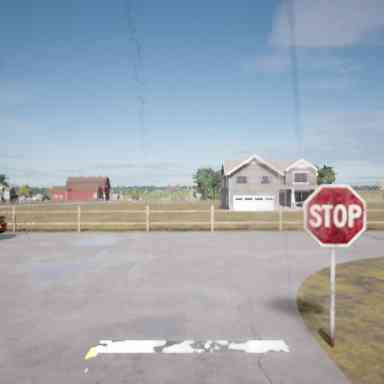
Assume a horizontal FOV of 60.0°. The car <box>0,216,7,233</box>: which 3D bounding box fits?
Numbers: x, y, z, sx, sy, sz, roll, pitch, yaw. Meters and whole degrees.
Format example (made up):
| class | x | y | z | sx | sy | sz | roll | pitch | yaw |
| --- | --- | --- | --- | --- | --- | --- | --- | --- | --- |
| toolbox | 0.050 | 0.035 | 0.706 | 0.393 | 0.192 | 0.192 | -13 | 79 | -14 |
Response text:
| class | x | y | z | sx | sy | sz | roll | pitch | yaw |
| --- | --- | --- | --- | --- | --- | --- | --- | --- | --- |
| car | -11.669 | 1.524 | 16.194 | 5.008 | 1.535 | 1.882 | 0 | 0 | 7 |
